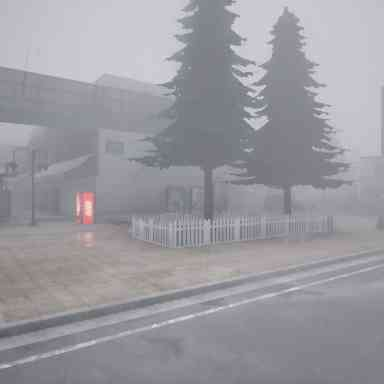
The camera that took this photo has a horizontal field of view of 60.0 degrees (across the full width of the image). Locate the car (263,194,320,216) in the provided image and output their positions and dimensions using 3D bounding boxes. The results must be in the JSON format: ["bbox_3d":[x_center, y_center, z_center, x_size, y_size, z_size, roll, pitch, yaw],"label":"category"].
[{"bbox_3d":[9.172,1.206,31.156,2.150,2.045,5.566,0,0,-34],"label":"car"}]
